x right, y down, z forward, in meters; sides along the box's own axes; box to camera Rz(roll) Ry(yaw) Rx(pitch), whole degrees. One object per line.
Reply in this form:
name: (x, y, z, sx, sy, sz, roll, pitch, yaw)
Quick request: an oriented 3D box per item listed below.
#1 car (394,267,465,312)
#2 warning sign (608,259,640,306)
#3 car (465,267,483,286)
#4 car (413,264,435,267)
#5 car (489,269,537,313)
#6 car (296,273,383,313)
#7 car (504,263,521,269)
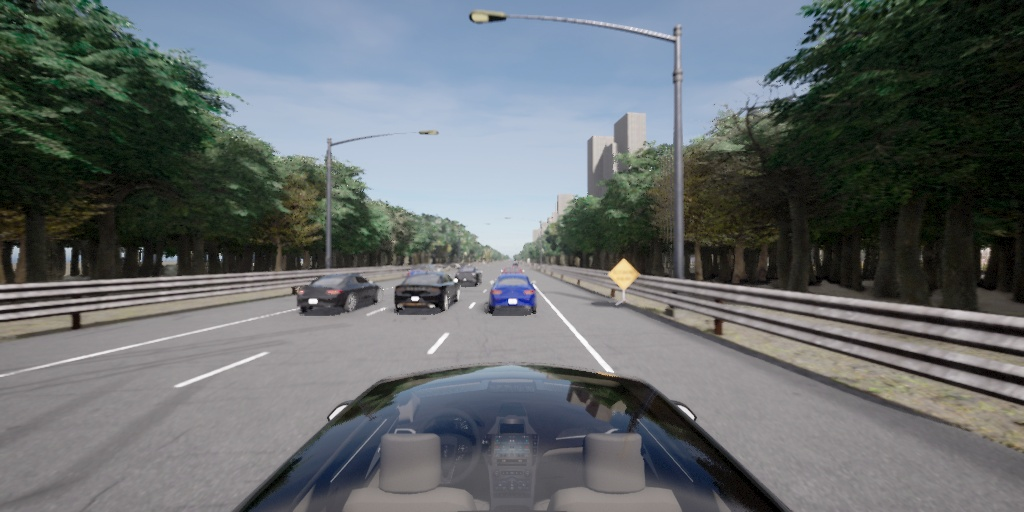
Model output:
car: (-3.448, 1.402, 15.320, 1.882, 1.535, 5.008, 0, 0, 1)
warning sign: (4.550, 1.032, 14.626, 1.300, 1.860, 1.060, 0, 0, 0)
car: (-3.460, 1.601, 29.122, 2.128, 1.511, 4.902, 0, -1, 1)
car: (-6.958, 1.459, 29.054, 2.097, 1.767, 4.553, 0, -1, 0)
car: (0.051, 1.444, 14.871, 1.812, 1.442, 4.674, 0, -1, 1)
car: (-6.954, 1.444, 14.881, 1.812, 1.442, 4.674, 0, -1, 0)
car: (0.052, 1.603, 30.336, 1.882, 1.535, 5.008, 0, 0, 0)
